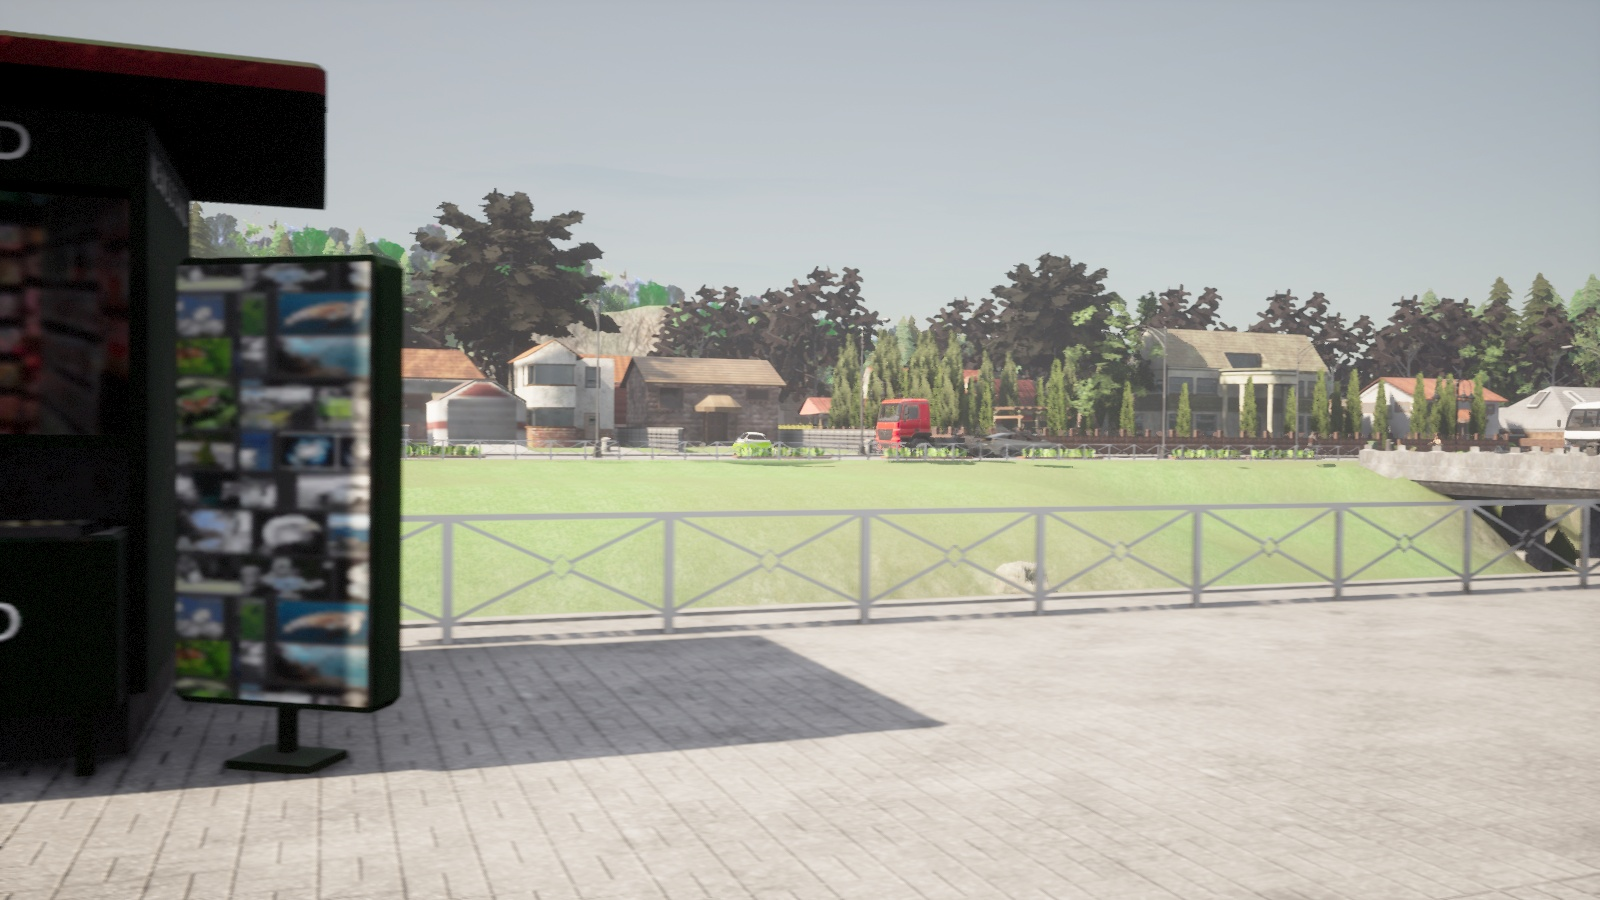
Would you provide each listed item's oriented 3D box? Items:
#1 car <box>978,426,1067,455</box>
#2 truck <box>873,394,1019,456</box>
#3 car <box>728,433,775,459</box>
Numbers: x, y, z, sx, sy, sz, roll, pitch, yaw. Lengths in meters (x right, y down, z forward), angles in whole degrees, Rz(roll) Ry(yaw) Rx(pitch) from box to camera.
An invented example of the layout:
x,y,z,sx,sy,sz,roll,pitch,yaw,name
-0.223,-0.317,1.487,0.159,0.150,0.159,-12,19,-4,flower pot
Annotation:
x,y,z,sx,sy,sz,roll,pitch,yaw,name
12.433,-0.532,70.202,4.514,1.525,2.007,-1,1,-21,car
8.480,-1.463,72.970,7.936,3.462,2.891,-1,1,-21,truck
-2.640,-0.238,68.763,2.207,1.376,1.481,-1,1,-21,car
